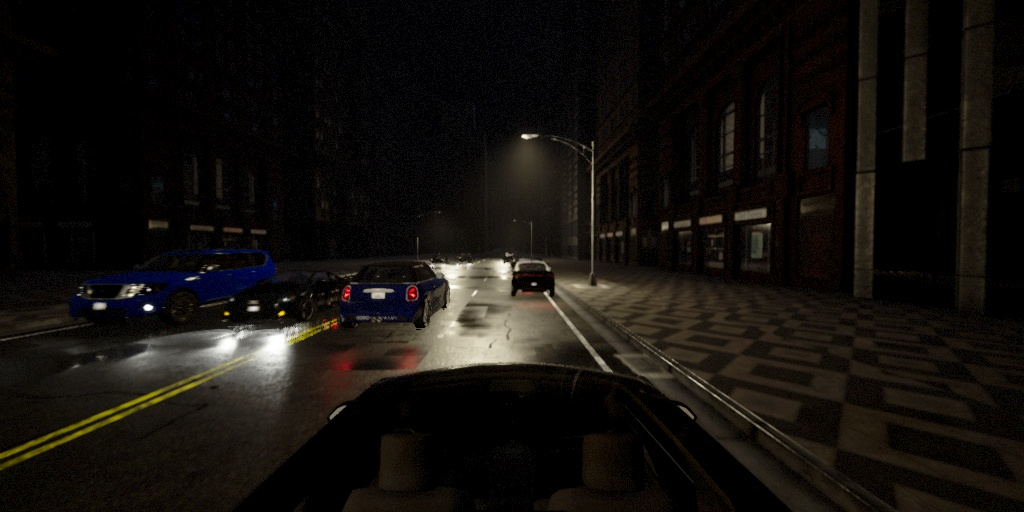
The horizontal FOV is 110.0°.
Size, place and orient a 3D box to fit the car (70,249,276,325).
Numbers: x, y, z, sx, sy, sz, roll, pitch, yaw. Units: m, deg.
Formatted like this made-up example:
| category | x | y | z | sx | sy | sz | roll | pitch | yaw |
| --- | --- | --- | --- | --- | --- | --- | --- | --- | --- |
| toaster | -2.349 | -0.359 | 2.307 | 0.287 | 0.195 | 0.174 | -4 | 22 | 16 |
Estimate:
| category | x | y | z | sx | sy | sz | roll | pitch | yaw |
| --- | --- | --- | --- | --- | --- | --- | --- | --- | --- |
| car | -9.914 | 0.791 | 11.362 | 2.150 | 2.045 | 5.566 | 0 | 1 | 0 |

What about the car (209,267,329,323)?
| category | x | y | z | sx | sy | sz | roll | pitch | yaw |
| --- | --- | --- | --- | --- | --- | --- | --- | --- | --- |
| car | -6.663 | 1.134 | 11.219 | 1.994 | 1.385 | 4.181 | 0 | 1 | 0 |

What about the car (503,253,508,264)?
| category | x | y | z | sx | sy | sz | roll | pitch | yaw |
| --- | --- | --- | --- | --- | --- | --- | --- | --- | --- |
| car | -0.320 | 0.310 | 51.758 | 2.128 | 1.511 | 4.902 | 0 | 1 | 0 |

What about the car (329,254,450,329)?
| category | x | y | z | sx | sy | sz | roll | pitch | yaw |
| --- | --- | --- | --- | --- | --- | --- | --- | --- | --- |
| car | -3.209 | 0.930 | 10.705 | 2.097 | 1.767 | 4.553 | 0 | 1 | 0 |

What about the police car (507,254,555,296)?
| category | x | y | z | sx | sy | sz | roll | pitch | yaw |
| --- | --- | --- | --- | --- | --- | --- | --- | --- | --- |
| police car | 0.873 | 0.881 | 17.057 | 1.930 | 1.638 | 5.238 | 0 | 1 | 0 |

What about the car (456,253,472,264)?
| category | x | y | z | sx | sy | sz | roll | pitch | yaw |
| --- | --- | --- | --- | --- | --- | --- | --- | --- | --- |
| car | -6.914 | 0.315 | 52.385 | 1.837 | 1.490 | 4.892 | 0 | 1 | 0 |
